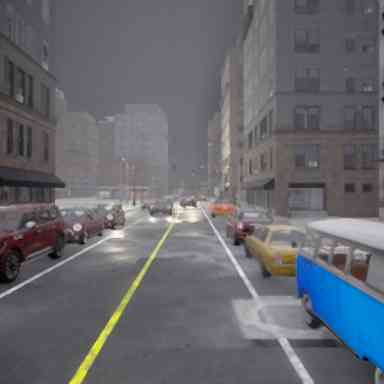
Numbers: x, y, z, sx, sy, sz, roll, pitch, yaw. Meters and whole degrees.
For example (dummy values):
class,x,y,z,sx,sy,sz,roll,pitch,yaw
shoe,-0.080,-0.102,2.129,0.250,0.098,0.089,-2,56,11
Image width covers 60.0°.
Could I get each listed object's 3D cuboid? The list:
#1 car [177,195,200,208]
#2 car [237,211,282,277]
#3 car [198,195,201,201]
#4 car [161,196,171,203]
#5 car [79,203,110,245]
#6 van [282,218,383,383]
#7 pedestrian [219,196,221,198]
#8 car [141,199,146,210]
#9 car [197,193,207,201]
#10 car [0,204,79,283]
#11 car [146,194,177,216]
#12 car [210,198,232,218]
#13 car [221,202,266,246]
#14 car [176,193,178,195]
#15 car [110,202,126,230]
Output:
class,x,y,z,sx,sy,sz,roll,pitch,yaw
car,-0.638,1.540,48.265,1.812,1.442,4.674,0,0,-13
car,2.637,1.528,10.009,1.752,1.417,4.829,0,0,0
car,-0.134,1.621,61.851,1.895,1.301,4.718,0,0,-9
car,-5.387,1.549,68.971,1.752,1.417,4.829,0,0,0
car,-5.388,1.444,15.249,1.967,1.590,4.097,0,0,0
van,2.637,1.342,4.430,1.690,1.788,3.998,0,0,0
pedestrian,2.750,1.303,32.948,0.375,1.860,0.375,0,0,-8
car,-5.388,1.564,42.296,2.008,1.369,4.403,0,0,0
car,2.638,1.469,80.465,1.967,1.590,4.097,0,0,0
car,-5.388,1.318,9.839,2.192,1.841,5.009,0,0,0
car,-2.839,1.361,32.092,2.097,1.767,4.553,0,0,0
car,2.749,1.360,30.141,2.097,1.767,4.553,0,0,0
car,2.637,1.444,15.249,1.967,1.590,4.097,0,0,0
car,-5.387,1.583,86.127,2.008,1.369,4.403,0,0,0
car,-5.388,1.446,20.658,1.967,1.590,4.097,0,0,0
